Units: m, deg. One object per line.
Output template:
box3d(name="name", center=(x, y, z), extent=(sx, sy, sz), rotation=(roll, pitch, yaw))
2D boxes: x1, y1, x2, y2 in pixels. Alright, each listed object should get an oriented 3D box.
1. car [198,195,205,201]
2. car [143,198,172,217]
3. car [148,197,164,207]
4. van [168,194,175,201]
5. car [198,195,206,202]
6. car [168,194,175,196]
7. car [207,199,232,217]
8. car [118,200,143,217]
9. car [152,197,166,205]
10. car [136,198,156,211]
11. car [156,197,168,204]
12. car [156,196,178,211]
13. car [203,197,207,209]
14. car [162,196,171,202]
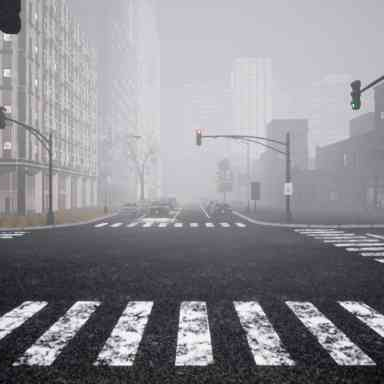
box3d(name="car", center=(2.639, 1.639, 91.771), extent=(1.947, 1.339, 4.313), rotation=(0, 0, 0))
box3d(name="car", center=(-3.135, 1.573, 30.997), extent=(1.994, 1.385, 4.181), rotation=(0, 0, -2))
box3d(name="car", center=(-5.718, 1.574, 52.980), extent=(2.008, 1.369, 4.403), rotation=(0, 0, 0))
box3d(name="van", center=(-5.741, 1.414, 91.766), extent=(1.690, 1.788, 3.998), rotation=(0, 0, 0))
box3d(name="car", center=(2.649, 1.600, 75.148), extent=(2.008, 1.369, 4.403), rotation=(0, 0, 0))
box3d(name="car", center=(-3.117, 1.500, 50.943), extent=(1.882, 1.535, 5.008), rotation=(0, 0, 0))
box3d(name="car", center=(2.675, 1.554, 30.821), extent=(1.887, 1.381, 4.507), rotation=(0, 0, 0))
box3d(name="car", center=(-5.707, 1.591, 30.816), extent=(1.802, 1.307, 4.206), rotation=(0, 0, 0))
box3d(name="car", center=(-5.722, 1.594, 58.520), extent=(1.947, 1.339, 4.313), rotation=(0, 0, 0))
box3d(name="car", center=(-5.713, 1.541, 41.728), extent=(1.752, 1.417, 4.829), rotation=(0, 0, 0))
box3d(name="car", center=(-5.726, 1.600, 64.062), extent=(1.947, 1.339, 4.313), rotation=(0, 0, 0))
box3d(name="car", center=(-3.120, 1.579, 40.960), extent=(1.994, 1.385, 4.181), rotation=(0, 0, 0))
box3d(name="car", center=(2.668, 1.598, 41.903), extent=(1.802, 1.307, 4.206), rotation=(0, 0, 0))
box3d(name="car", center=(-5.732, 1.631, 75.143), extent=(1.802, 1.307, 4.206), rotation=(0, 0, 0))
